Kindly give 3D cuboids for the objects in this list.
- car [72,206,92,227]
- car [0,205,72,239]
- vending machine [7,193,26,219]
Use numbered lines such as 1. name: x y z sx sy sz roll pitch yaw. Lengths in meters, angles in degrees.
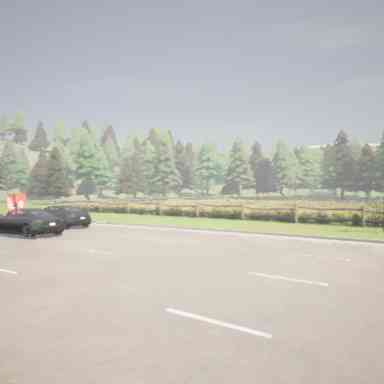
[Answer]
1. car: -8.425 1.541 21.057 4.181 1.385 1.994 0 0 26
2. car: -8.655 1.545 17.266 4.181 1.385 1.994 0 0 27
3. vending machine: -14.989 1.164 28.427 0.880 2.100 1.100 0 0 21
